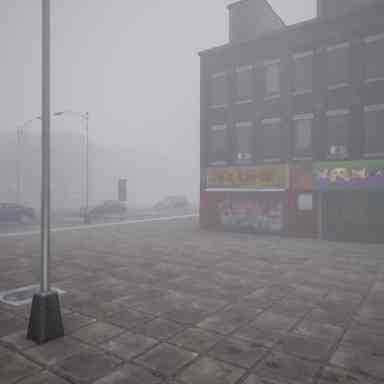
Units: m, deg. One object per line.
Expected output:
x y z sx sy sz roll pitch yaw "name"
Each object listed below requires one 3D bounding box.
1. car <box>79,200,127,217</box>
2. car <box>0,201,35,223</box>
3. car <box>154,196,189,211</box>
-8.018 1.445 30.378 1.812 1.442 4.674 0 0 35 "car"
-13.391 1.432 22.730 1.882 1.535 5.008 0 0 35 "car"
-2.289 1.235 38.520 2.097 1.767 4.553 0 0 35 "car"
